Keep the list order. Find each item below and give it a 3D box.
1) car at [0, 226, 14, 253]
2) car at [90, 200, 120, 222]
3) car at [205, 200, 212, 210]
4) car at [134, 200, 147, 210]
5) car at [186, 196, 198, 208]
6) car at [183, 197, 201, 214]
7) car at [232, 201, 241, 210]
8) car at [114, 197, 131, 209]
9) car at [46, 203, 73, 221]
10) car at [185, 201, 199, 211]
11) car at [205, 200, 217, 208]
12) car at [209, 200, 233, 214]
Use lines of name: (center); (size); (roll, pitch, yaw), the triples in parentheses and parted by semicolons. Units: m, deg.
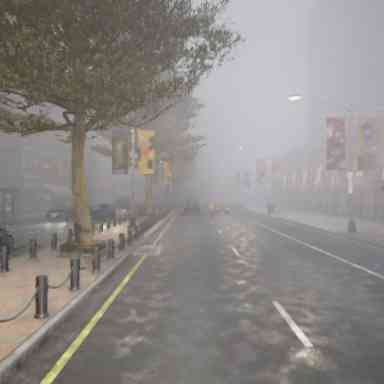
car: (-8.103, 1.684, 11.597); (1.994, 1.385, 4.181); (0, -1, 0)
car: (-8.104, 1.783, 29.659); (1.882, 1.535, 5.008); (0, -1, 0)
car: (3.487, 2.003, 51.069); (1.882, 1.535, 5.008); (0, -1, 0)
car: (-8.030, 2.029, 53.676); (1.882, 1.535, 5.008); (0, -1, 0)
car: (-0.015, 1.847, 61.214); (2.150, 2.045, 5.566); (0, -1, 0)
car: (-0.010, 1.772, 40.849); (2.097, 1.767, 4.553); (0, -1, 0)
car: (6.736, 2.147, 53.723); (1.895, 1.301, 4.718); (0, -1, 0)
car: (-11.517, 1.785, 55.168); (2.150, 2.045, 5.566); (0, -1, 0)
car: (-11.604, 1.804, 30.438); (2.128, 1.511, 4.902); (0, -1, 0)
car: (-0.013, 2.090, 51.138); (1.994, 1.385, 4.181); (0, -1, 0)
car: (3.485, 2.193, 61.182); (1.994, 1.385, 4.181); (0, -1, 0)
car: (3.490, 2.021, 40.824); (1.895, 1.301, 4.718); (0, -1, 0)
